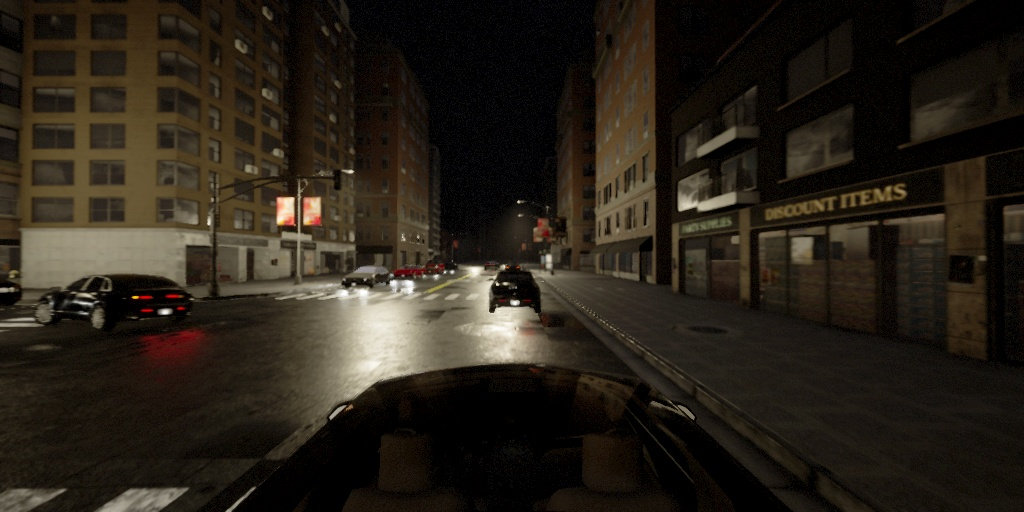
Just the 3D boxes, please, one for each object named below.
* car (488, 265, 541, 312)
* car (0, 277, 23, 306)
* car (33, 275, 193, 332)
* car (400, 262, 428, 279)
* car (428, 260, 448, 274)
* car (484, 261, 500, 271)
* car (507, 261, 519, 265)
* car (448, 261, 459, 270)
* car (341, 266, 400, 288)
[{"bbox_3d":[0.100,1.309,14.471,1.837,1.490,4.892,0,0,0],"label":"car"},{"bbox_3d":[-22.149,1.385,14.116,4.313,1.339,1.948,0,0,0],"label":"car"},{"bbox_3d":[-11.947,1.295,10.822,4.892,1.490,1.837,0,-3,19],"label":"car"},{"bbox_3d":[-9.829,1.490,34.589,1.895,1.301,4.718,0,0,0],"label":"car"},{"bbox_3d":[-9.751,1.286,44.787,2.097,1.767,4.553,0,0,0],"label":"car"},{"bbox_3d":[-3.251,1.475,55.526,2.128,1.511,4.902,0,0,0],"label":"car"},{"bbox_3d":[0.097,1.452,42.888,1.812,1.442,4.674,0,-1,0],"label":"car"},{"bbox_3d":[-9.769,1.556,57.336,1.994,1.385,4.181,0,0,1],"label":"car"},{"bbox_3d":[-9.849,1.394,24.990,2.033,1.411,5.357,0,0,0],"label":"car"}]
